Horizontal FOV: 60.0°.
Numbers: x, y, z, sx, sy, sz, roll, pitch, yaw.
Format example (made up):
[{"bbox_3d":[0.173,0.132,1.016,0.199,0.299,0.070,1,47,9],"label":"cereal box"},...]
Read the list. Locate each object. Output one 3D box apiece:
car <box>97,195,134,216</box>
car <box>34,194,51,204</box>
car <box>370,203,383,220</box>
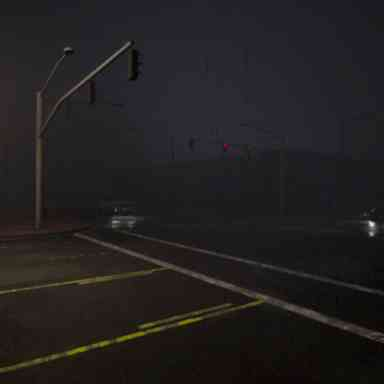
[{"bbox_3d":[-8.217,1.339,35.271,2.150,2.045,5.566,1,0,-36],"label":"car"},{"bbox_3d":[-28.691,1.319,63.683,2.150,2.045,5.566,1,0,-36],"label":"car"},{"bbox_3d":[17.957,1.627,29.764,4.553,1.767,2.097,1,0,-36],"label":"car"}]
